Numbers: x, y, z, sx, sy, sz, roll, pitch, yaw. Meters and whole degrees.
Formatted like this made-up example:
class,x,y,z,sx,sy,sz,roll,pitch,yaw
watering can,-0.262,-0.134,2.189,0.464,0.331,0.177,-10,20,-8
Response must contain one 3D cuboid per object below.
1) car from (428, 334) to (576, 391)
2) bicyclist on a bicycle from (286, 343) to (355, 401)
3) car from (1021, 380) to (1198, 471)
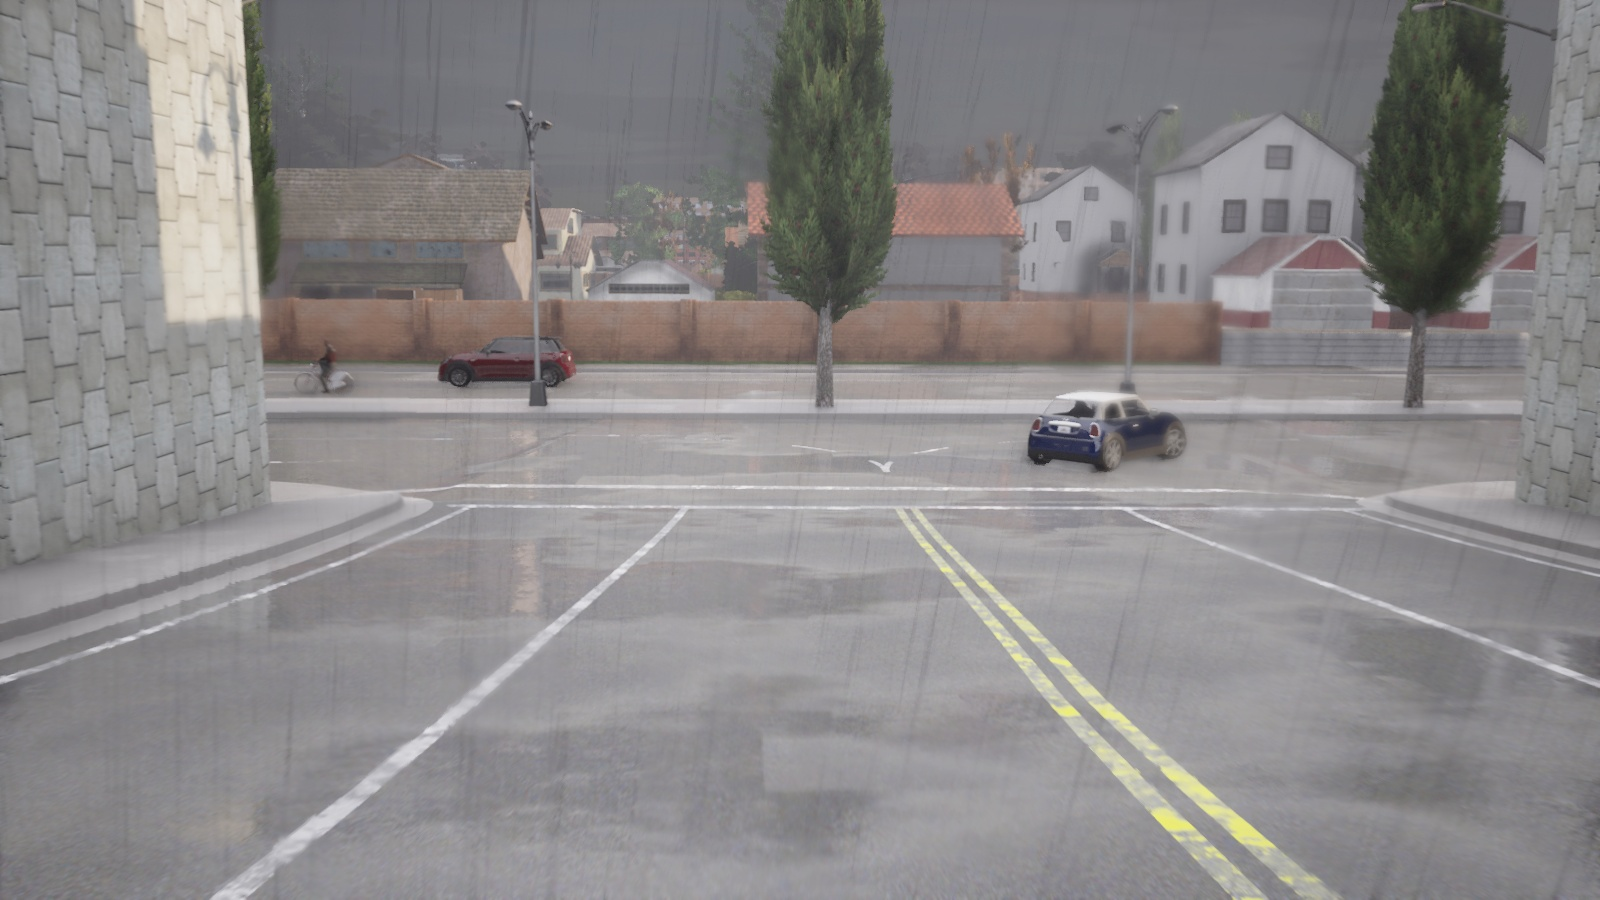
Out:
class,x,y,z,sx,sy,sz,roll,pitch,yaw
car,-10.182,-3.038,43.192,4.553,1.767,2.097,0,9,-1
bicyclist on a bicycle,-15.113,-2.466,39.621,1.843,1.776,0.659,0,9,-1
car,6.662,-0.592,26.896,1.970,1.475,3.806,8,11,44
